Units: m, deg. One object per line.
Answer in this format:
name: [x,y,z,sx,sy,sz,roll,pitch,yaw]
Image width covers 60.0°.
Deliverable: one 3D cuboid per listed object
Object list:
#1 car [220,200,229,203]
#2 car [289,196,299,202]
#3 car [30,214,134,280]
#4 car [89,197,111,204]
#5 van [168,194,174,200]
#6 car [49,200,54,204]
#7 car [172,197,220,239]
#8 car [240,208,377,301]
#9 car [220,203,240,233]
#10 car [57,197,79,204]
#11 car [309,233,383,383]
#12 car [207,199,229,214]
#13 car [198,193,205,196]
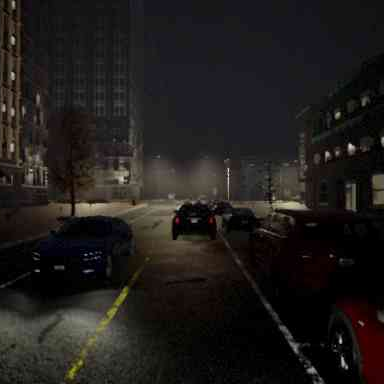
car: [2.707,1.563,30.123,1.947,1.339,4.313,1,0,0]
car: [20.692,1.226,62.314,4.829,1.417,1.752,-1,0,1]
car: [-3.043,1.478,10.187,1.882,1.535,5.008,0,0,1]
car: [-17.416,1.645,62.685,4.206,1.307,1.802,-1,0,1]
van: [-5.660,1.310,90.152,1.690,1.788,3.998,1,0,0]
car: [-28.613,1.696,62.795,4.829,1.417,1.752,-1,0,1]
car: [0.104,1.352,17.370,2.097,1.767,4.553,0,0,0]
car: [2.708,1.316,8.213,2.192,1.841,5.009,1,0,0]
car: [2.705,1.566,19.168,1.947,1.339,4.313,1,0,0]
car: [-23.101,1.558,62.742,4.097,1.590,1.967,-1,0,1]
car: [2.705,1.441,2.735,1.967,1.590,4.097,1,0,0]
car: [2.708,1.547,35.601,2.008,1.369,4.403,1,0,0]
car: [2.717,1.413,84.516,1.967,1.590,4.097,1,0,0]
